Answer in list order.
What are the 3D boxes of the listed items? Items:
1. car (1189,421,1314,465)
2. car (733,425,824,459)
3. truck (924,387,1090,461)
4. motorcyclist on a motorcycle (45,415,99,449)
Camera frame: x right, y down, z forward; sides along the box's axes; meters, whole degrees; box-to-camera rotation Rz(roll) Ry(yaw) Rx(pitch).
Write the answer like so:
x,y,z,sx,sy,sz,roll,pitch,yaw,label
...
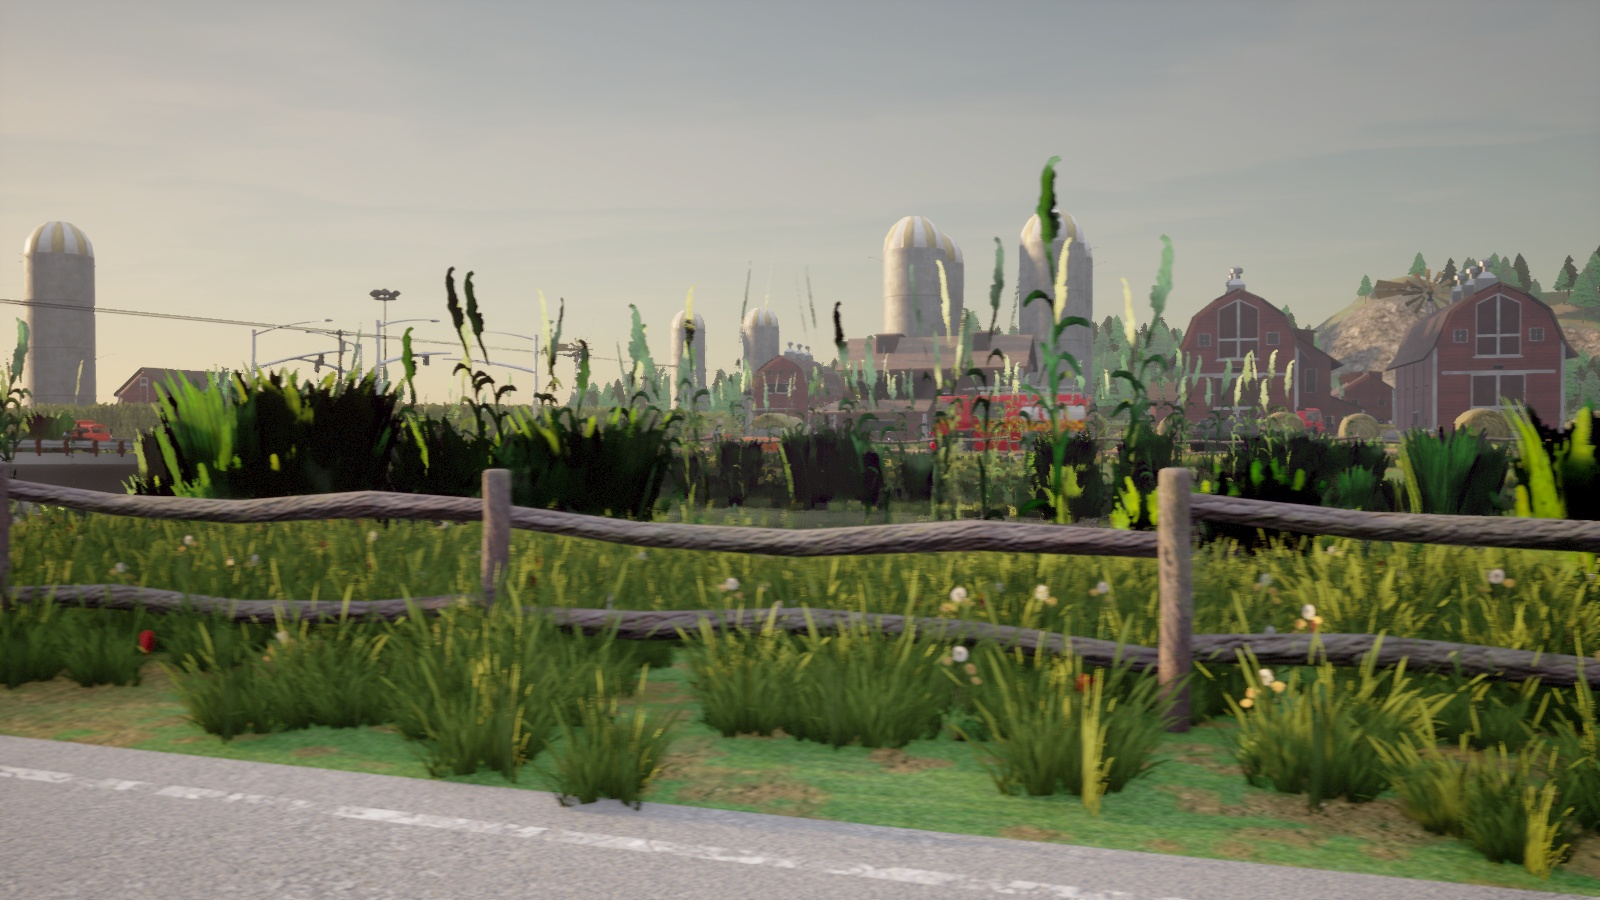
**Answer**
x,y,z,sx,sy,sz,roll,pitch,yaw,label
21.696,-0.370,60.474,5.566,2.045,2.150,1,1,20,car
-1.160,-0.451,68.915,4.553,1.767,2.097,1,1,20,car
11.198,-1.414,68.067,8.468,3.827,2.891,1,1,20,truck
-36.935,-0.885,63.749,0.766,1.649,2.350,1,-1,23,motorcyclist on a motorcycle
